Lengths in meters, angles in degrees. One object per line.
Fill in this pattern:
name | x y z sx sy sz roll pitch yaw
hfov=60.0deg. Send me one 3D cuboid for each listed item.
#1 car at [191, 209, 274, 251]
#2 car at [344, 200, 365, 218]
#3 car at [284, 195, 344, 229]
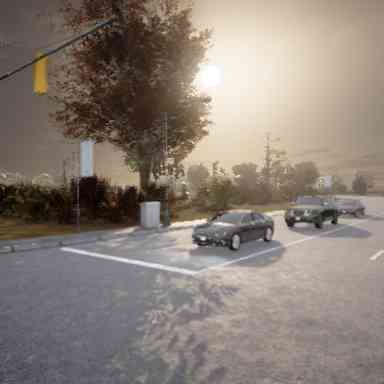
car | 1.923 1.550 14.633 1.837 1.490 4.892 0 0 39
car | 14.584 1.501 30.665 1.837 1.490 4.892 0 0 37
car | 8.168 1.253 22.457 2.150 2.045 5.566 0 0 38
